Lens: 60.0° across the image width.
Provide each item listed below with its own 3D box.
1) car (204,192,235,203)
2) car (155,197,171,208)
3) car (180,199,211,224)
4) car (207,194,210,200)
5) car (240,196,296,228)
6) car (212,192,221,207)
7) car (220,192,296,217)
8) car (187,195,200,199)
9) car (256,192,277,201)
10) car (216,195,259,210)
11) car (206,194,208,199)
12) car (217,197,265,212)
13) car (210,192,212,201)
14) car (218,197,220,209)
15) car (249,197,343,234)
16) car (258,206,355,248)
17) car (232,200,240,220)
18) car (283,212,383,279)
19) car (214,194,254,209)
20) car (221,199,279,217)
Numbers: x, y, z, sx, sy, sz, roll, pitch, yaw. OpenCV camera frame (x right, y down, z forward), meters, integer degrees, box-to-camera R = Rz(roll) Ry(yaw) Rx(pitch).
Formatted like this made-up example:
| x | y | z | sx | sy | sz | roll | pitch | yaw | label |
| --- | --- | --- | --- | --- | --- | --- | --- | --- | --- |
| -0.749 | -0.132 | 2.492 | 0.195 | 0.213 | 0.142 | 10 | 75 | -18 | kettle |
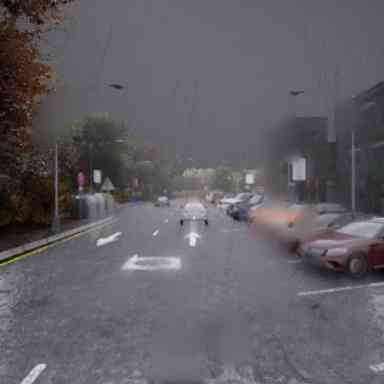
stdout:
| x | y | z | sx | sy | sz | roll | pitch | yaw | label |
| --- | --- | --- | --- | --- | --- | --- | --- | --- | --- |
| 5.522 | 1.087 | 66.767 | 5.566 | 2.045 | 2.435 | 1 | 0 | -20 | car |
| -4.012 | 1.392 | 46.063 | 1.812 | 1.442 | 4.674 | 0 | 0 | 0 | car |
| 0.142 | 1.433 | 23.681 | 1.812 | 1.442 | 4.674 | 0 | 0 | 0 | car |
| 5.475 | 1.348 | 51.730 | 5.008 | 1.535 | 2.097 | 1 | 0 | -20 | car |
| 5.379 | 1.284 | 18.703 | 4.553 | 1.767 | 2.185 | 1 | 0 | -20 | car |
| 5.390 | 1.117 | 33.694 | 5.566 | 2.045 | 2.435 | 1 | 0 | -20 | car |
| 5.361 | 1.139 | 24.677 | 5.566 | 2.045 | 2.435 | 1 | 1 | -20 | car |
| 0.185 | 1.223 | 40.924 | 2.097 | 1.767 | 4.553 | 0 | 0 | 0 | car |
| 18.515 | 1.087 | 82.737 | 2.435 | 2.045 | 5.566 | 0 | 1 | -21 | car |
| 5.408 | 1.233 | 39.708 | 4.553 | 1.767 | 2.185 | 1 | 0 | -20 | car |
| 5.500 | 1.384 | 57.732 | 4.674 | 1.452 | 2.002 | 1 | 0 | -20 | car |
| 5.401 | 1.393 | 36.695 | 4.792 | 1.488 | 2.163 | 1 | 0 | -20 | car |
| 5.508 | 1.225 | 48.726 | 4.553 | 1.767 | 2.185 | 1 | 0 | -20 | car |
| 5.211 | 1.377 | 27.636 | 5.366 | 1.575 | 1.946 | 1 | 0 | -20 | car |
| 5.368 | 1.294 | 15.702 | 4.553 | 1.767 | 2.185 | 1 | 0 | -20 | car |
| 5.297 | 1.460 | 12.682 | 4.792 | 1.488 | 2.163 | 1 | 0 | -20 | car |
| 5.355 | 1.439 | 21.700 | 4.674 | 1.452 | 2.002 | 1 | 0 | -20 | car |
| 5.319 | 1.483 | 9.691 | 4.674 | 1.452 | 2.002 | 1 | 1 | -20 | car |
| 5.421 | 1.229 | 42.710 | 4.553 | 1.767 | 2.185 | 1 | 0 | -20 | car |
| 5.370 | 1.405 | 30.693 | 4.792 | 1.488 | 2.163 | 1 | 0 | -20 | car |
